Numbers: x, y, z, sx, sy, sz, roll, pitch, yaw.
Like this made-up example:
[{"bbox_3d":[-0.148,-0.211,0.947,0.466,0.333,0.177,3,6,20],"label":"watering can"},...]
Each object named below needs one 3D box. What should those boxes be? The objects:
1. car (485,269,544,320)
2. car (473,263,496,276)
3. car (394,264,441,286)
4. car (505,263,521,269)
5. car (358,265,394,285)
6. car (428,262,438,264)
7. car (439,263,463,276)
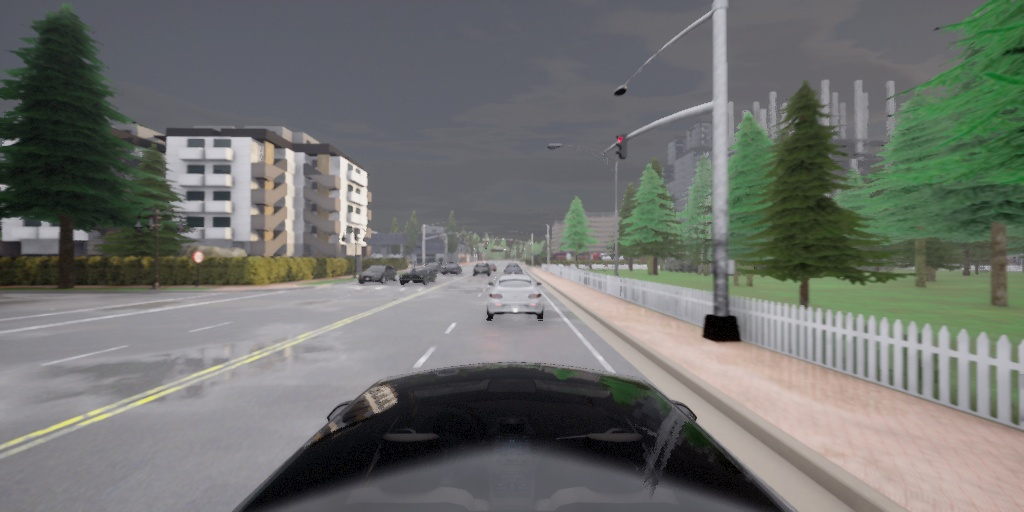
[{"bbox_3d":[0.102,1.358,12.860,1.812,1.442,4.674,0,0,0],"label":"car"},{"bbox_3d":[-3.394,1.532,41.584,2.128,1.511,4.902,0,-1,0],"label":"car"},{"bbox_3d":[-7.089,1.538,27.380,1.895,1.301,4.718,0,0,0],"label":"car"},{"bbox_3d":[0.096,1.517,31.300,2.033,1.411,5.357,0,0,0],"label":"car"},{"bbox_3d":[-10.585,1.453,28.685,1.837,1.490,4.892,0,0,0],"label":"car"},{"bbox_3d":[-10.536,1.599,48.310,1.837,1.490,4.892,0,-1,0],"label":"car"},{"bbox_3d":[-7.072,1.600,42.740,2.033,1.411,5.357,0,0,0],"label":"car"}]
